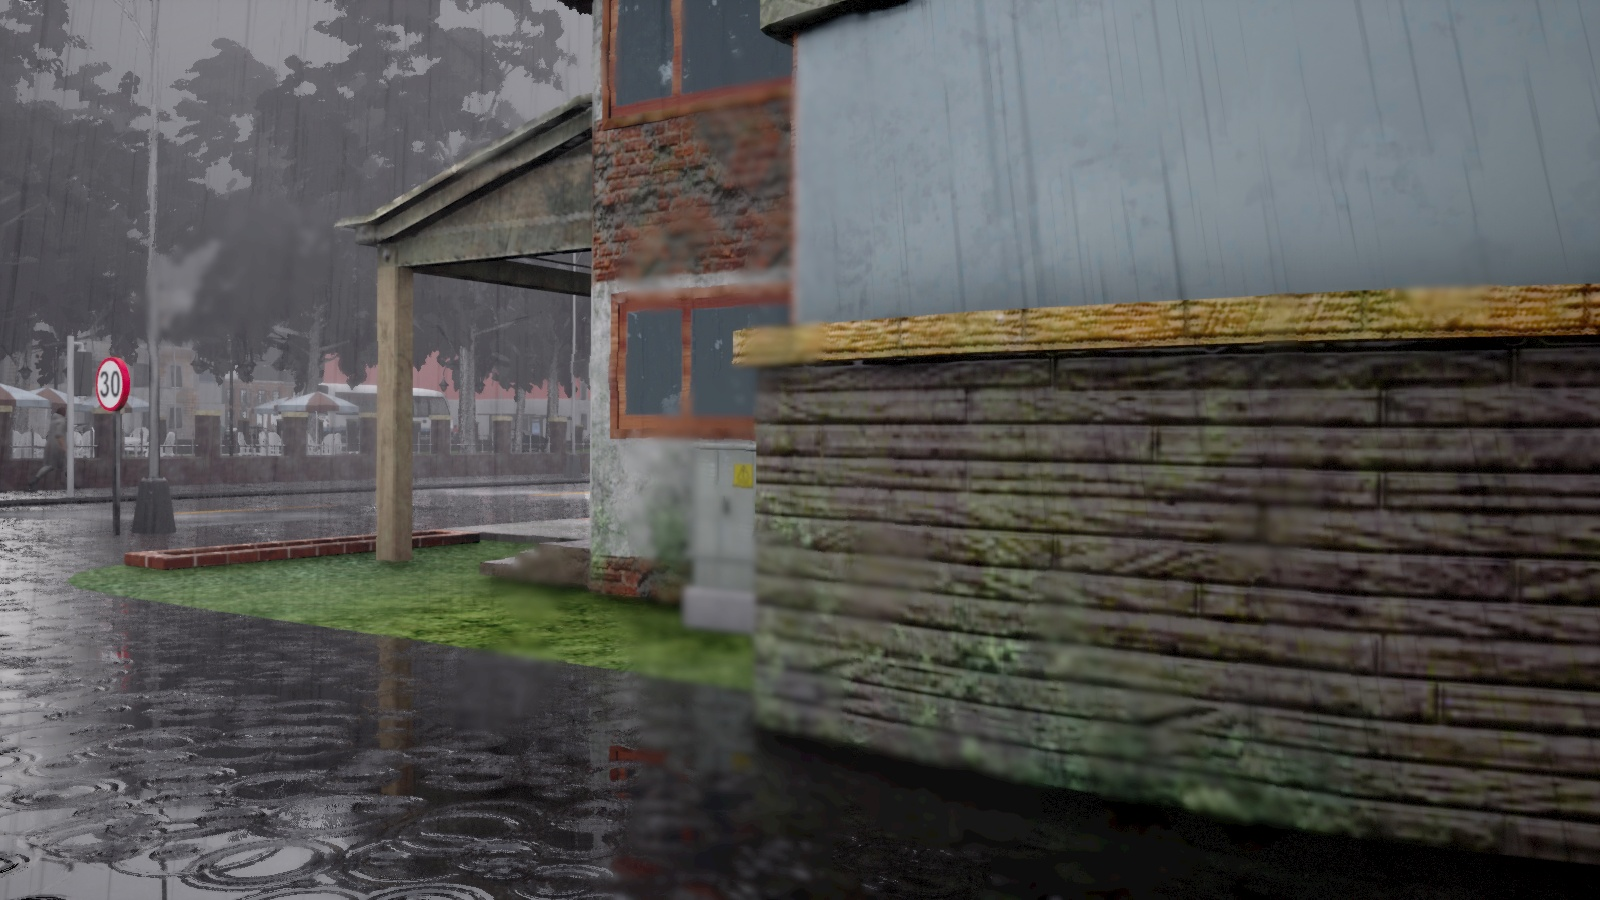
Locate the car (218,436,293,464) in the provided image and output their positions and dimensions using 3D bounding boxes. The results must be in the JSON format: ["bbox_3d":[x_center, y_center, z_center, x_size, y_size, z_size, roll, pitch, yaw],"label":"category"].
[{"bbox_3d":[-32.264,-0.015,74.493,1.789,1.549,3.705,0,1,33],"label":"car"}]

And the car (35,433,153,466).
[{"bbox_3d":[-37.408,-0.062,66.681,2.152,1.651,5.027,0,1,33],"label":"car"}]

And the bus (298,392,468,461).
[{"bbox_3d":[-27.106,-1.524,82.317,3.944,4.253,10.273,0,1,33],"label":"bus"}]

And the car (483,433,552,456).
[{"bbox_3d":[-20.658,-0.409,92.079,2.033,1.649,4.856,0,1,33],"label":"car"}]

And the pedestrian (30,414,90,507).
[{"bbox_3d":[-15.831,0.217,26.876,0.659,1.952,0.873,0,1,35],"label":"pedestrian"}]
